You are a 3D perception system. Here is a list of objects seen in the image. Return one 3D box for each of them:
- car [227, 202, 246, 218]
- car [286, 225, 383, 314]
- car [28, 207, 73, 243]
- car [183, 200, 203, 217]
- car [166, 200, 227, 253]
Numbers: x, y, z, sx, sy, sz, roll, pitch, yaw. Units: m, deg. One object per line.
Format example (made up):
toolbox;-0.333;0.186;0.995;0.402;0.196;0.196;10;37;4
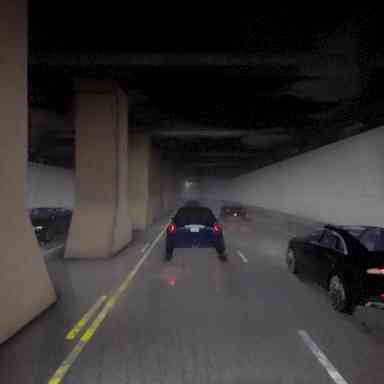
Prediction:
car;3.590;1.587;29.868;1.895;1.301;4.718;0;0;0
car;3.598;1.488;7.578;2.128;1.511;4.902;0;0;0
car;-7.106;1.484;16.034;2.128;1.511;4.902;0;0;0
car;0.076;1.511;32.458;1.812;1.442;4.674;0;0;0
car;0.095;1.346;13.817;2.097;1.767;4.553;0;0;0
